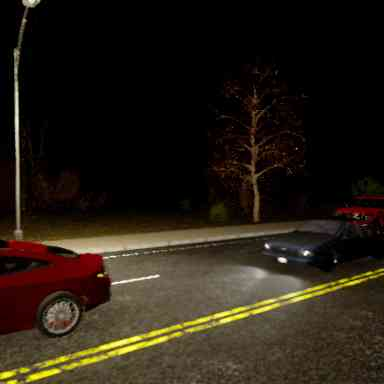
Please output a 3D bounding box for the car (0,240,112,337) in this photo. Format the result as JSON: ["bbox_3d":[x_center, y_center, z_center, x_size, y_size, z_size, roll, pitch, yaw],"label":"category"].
[{"bbox_3d":[-3.581,1.526,5.112,4.674,1.442,1.812,0,0,-35],"label":"car"}]

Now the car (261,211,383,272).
[{"bbox_3d":[4.753,1.556,11.039,5.357,1.411,2.033,0,0,-35],"label":"car"}]

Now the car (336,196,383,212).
[{"bbox_3d":[10.293,1.231,18.872,5.566,2.045,2.150,0,0,-35],"label":"car"}]
